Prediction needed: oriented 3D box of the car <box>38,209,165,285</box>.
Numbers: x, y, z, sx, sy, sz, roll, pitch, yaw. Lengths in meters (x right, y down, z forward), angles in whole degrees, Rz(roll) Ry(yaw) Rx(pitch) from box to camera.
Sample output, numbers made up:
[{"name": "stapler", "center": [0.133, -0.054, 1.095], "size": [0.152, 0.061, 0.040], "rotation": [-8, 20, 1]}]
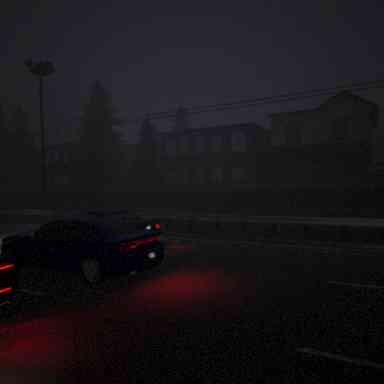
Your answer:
[{"name": "car", "center": [-3.118, 1.382, 9.145], "size": [5.008, 1.535, 1.882], "rotation": [-1, 1, 29]}]

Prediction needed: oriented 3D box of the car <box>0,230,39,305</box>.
[{"name": "car", "center": [-5.422, 1.501, 6.422], "size": [4.892, 1.490, 1.837], "rotation": [-1, 1, 29]}]

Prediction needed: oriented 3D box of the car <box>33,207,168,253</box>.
[{"name": "car", "center": [-3.790, 1.394, 13.519], "size": [5.357, 1.411, 2.033], "rotation": [-1, 1, 29]}]
